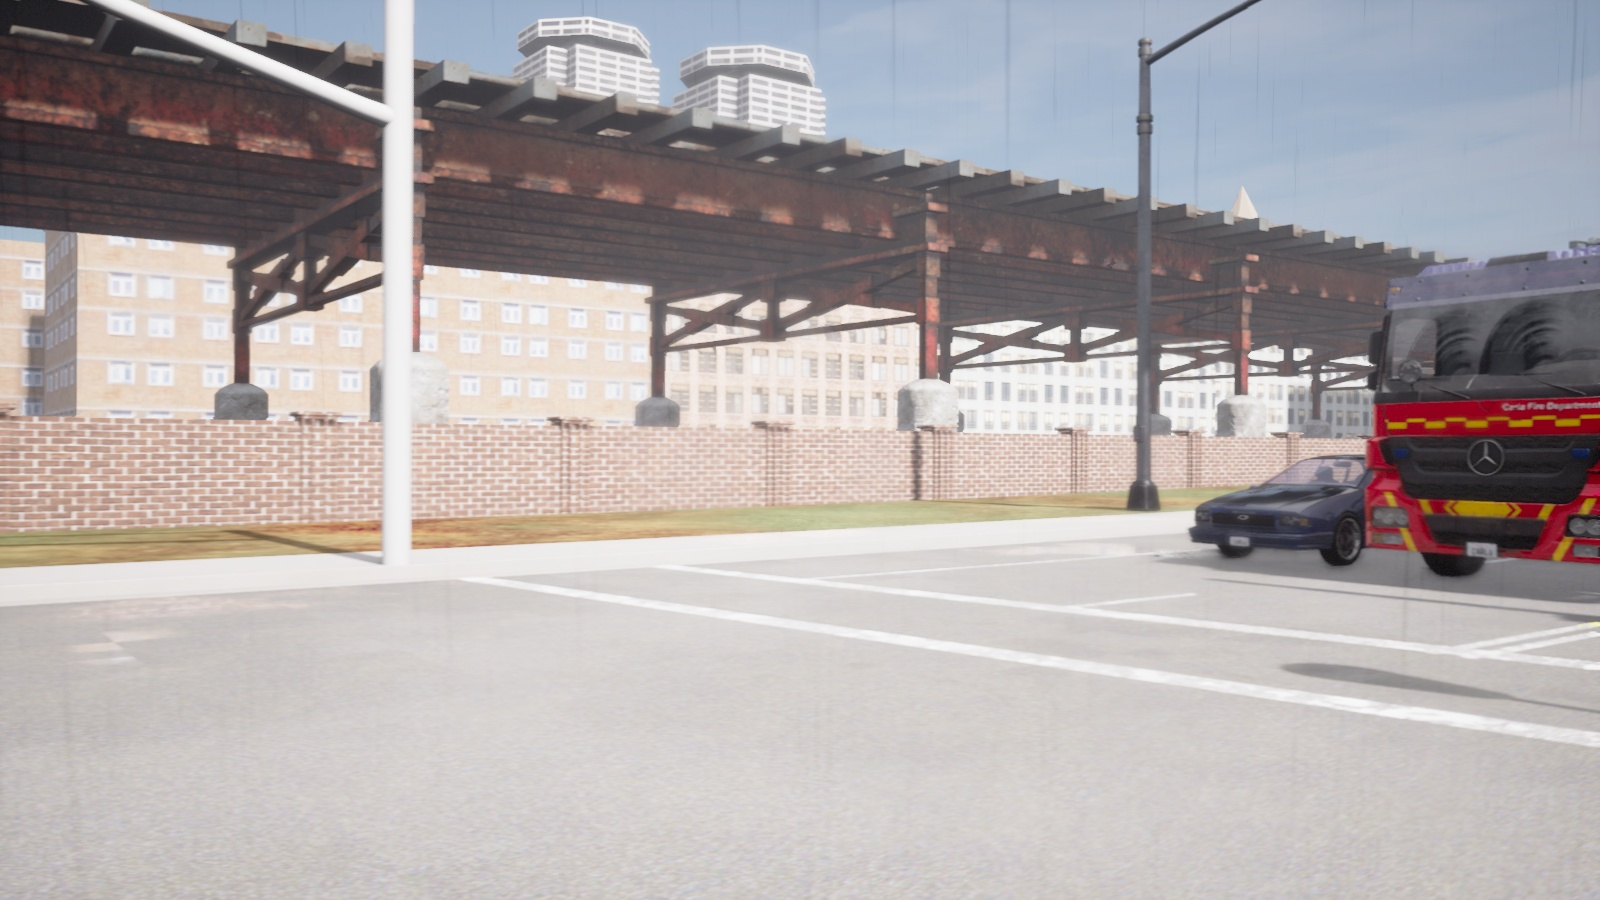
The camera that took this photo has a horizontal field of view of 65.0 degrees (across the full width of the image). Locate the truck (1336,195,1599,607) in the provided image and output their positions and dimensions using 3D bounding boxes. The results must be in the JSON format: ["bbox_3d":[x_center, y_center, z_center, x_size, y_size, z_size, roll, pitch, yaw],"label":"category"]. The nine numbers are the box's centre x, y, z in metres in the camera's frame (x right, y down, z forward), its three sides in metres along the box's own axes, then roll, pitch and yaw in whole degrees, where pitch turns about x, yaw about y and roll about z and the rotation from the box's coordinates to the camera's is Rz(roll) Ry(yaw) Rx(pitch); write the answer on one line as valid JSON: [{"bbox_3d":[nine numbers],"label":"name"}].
[{"bbox_3d":[10.294,-0.496,15.055,8.468,3.827,2.891,-1,0,-33],"label":"truck"}]

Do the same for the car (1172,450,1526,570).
[{"bbox_3d":[7.802,0.733,17.621,5.357,1.411,2.033,-1,0,-35],"label":"car"}]
